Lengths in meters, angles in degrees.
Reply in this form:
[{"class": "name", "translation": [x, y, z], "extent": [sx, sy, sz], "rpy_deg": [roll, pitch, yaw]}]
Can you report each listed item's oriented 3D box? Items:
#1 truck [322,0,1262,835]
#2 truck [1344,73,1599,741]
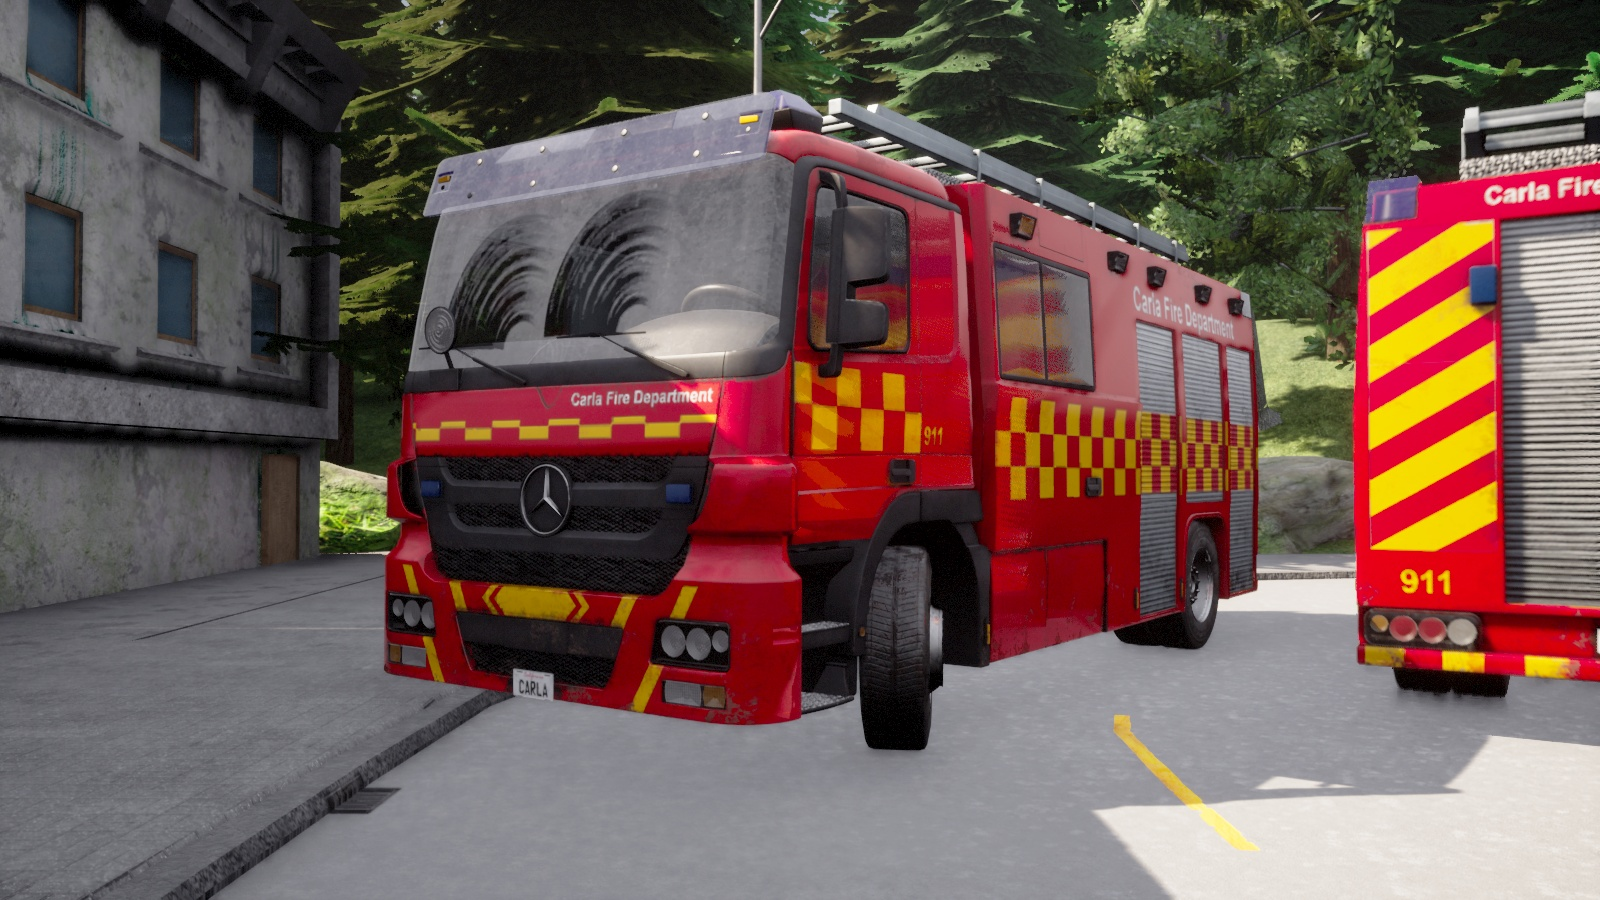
[{"class": "truck", "translation": [0.919, -0.189, 9.729], "extent": [2.891, 3.827, 8.468], "rpy_deg": [-1, -1, 35]}, {"class": "truck", "translation": [6.940, -0.198, 10.699], "extent": [2.891, 3.827, 8.468], "rpy_deg": [-1, -1, 32]}]
